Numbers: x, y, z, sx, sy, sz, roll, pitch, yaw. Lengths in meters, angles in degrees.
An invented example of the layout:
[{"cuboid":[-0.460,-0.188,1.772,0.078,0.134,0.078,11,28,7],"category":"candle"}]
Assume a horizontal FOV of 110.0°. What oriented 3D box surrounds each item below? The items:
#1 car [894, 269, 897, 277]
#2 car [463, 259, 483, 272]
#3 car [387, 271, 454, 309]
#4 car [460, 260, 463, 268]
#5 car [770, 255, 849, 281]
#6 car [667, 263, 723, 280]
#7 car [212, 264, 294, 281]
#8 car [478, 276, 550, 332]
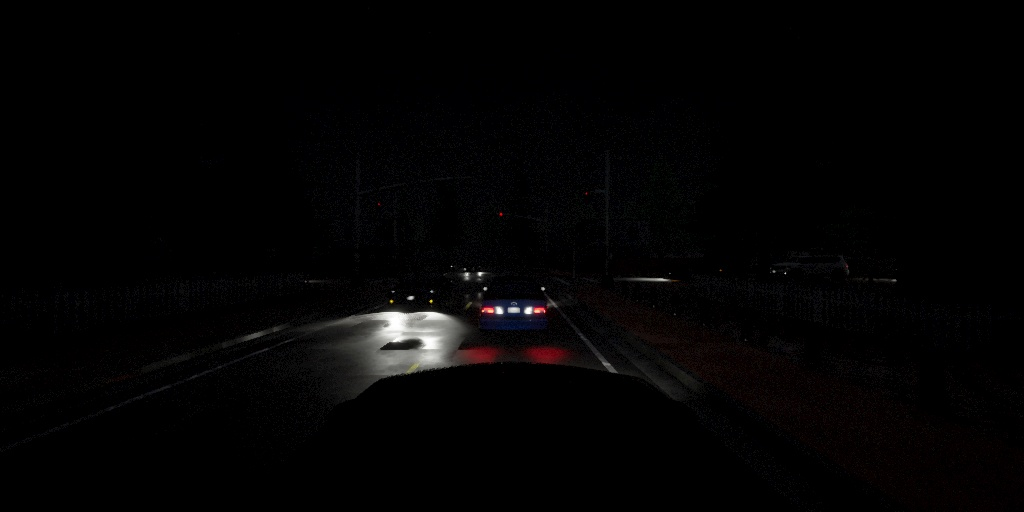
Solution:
[{"cuboid":[34.578,1.085,29.605,4.553,1.767,2.097,0,0,2],"category":"car"},{"cuboid":[-4.780,1.218,44.704,1.837,1.490,4.892,0,0,-6],"category":"car"},{"cuboid":[-3.628,1.313,14.851,1.994,1.385,4.181,0,0,0],"category":"car"},{"cuboid":[-7.194,1.259,57.804,2.033,1.411,5.357,0,0,-17],"category":"car"},{"cuboid":[24.679,0.955,29.915,5.566,2.045,2.150,0,0,1],"category":"car"},{"cuboid":[15.313,1.297,30.194,4.181,1.385,1.994,0,0,2],"category":"car"},{"cuboid":[-19.844,1.281,27.518,5.357,1.411,2.033,0,0,2],"category":"car"},{"cuboid":[0.062,1.297,10.777,2.033,1.411,5.357,0,0,0],"category":"car"}]
